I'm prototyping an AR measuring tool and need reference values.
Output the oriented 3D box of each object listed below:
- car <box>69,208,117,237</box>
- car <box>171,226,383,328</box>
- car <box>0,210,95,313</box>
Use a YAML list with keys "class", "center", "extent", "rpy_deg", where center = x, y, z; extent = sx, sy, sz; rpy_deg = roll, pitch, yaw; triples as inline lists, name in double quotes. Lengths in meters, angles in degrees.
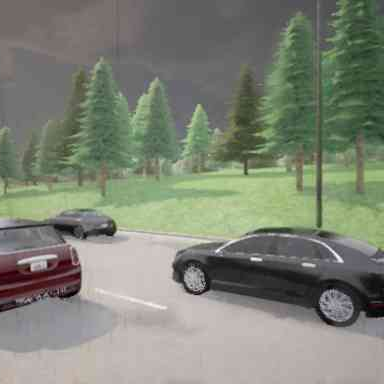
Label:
- class: "car"
  center: [-5.714, 1.518, 16.661]
  extent: [4.181, 1.385, 1.994]
  rpy_deg: [0, 0, 35]
- class: "car"
  center: [1.771, 1.496, 7.027]
  extent: [4.892, 1.490, 1.837]
  rpy_deg: [0, 0, 35]
- class: "car"
  center: [-4.470, 1.328, 7.179]
  extent: [4.553, 1.767, 2.097]
  rpy_deg: [0, 0, 35]
